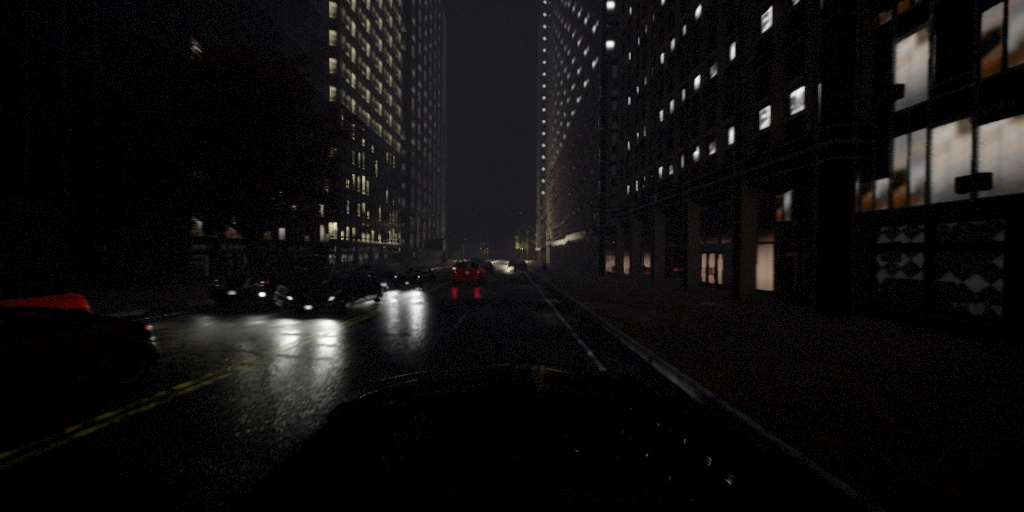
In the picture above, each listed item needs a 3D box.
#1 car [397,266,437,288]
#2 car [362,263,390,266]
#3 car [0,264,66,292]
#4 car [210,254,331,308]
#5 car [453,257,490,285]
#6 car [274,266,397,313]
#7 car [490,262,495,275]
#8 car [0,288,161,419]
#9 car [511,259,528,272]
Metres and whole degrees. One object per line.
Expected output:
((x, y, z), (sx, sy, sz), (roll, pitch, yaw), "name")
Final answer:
((-6.517, 1.386, 24.538), (1.895, 1.301, 4.718), (0, 0, 1), "car")
((-9.758, 1.240, 25.394), (1.882, 1.535, 5.008), (0, 0, 1), "car")
((-9.843, 1.036, 5.553), (2.097, 1.767, 4.553), (0, 0, 0), "car")
((-9.814, 0.945, 15.358), (2.150, 2.045, 5.566), (0, 0, 0), "car")
((-3.136, 1.177, 27.565), (2.097, 1.767, 4.553), (0, 0, 1), "car")
((-6.574, 1.293, 14.256), (2.033, 1.411, 5.357), (0, 0, 0), "car")
((-3.109, 1.355, 42.421), (1.882, 1.535, 5.008), (0, 0, 1), "car")
((-6.603, 1.269, 3.939), (1.994, 1.385, 4.181), (0, 0, 0), "car")
((1.242, 1.424, 52.050), (1.882, 1.535, 5.008), (0, 0, 0), "car")
